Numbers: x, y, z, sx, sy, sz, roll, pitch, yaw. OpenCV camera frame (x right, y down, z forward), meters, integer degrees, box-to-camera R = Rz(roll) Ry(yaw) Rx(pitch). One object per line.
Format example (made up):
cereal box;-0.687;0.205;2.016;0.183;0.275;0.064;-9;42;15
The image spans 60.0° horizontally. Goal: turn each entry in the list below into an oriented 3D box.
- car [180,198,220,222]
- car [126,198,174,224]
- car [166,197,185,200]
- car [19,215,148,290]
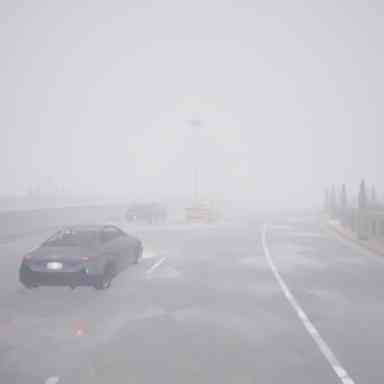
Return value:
car;0.923;1.454;26.322;1.882;1.535;5.008;0;0;17
car;-3.202;1.461;24.678;1.837;1.490;4.892;0;0;16
car;-1.517;1.480;54.553;2.033;1.411;5.357;0;0;32
car;-2.731;1.540;9.080;1.994;1.385;4.181;0;0;6
